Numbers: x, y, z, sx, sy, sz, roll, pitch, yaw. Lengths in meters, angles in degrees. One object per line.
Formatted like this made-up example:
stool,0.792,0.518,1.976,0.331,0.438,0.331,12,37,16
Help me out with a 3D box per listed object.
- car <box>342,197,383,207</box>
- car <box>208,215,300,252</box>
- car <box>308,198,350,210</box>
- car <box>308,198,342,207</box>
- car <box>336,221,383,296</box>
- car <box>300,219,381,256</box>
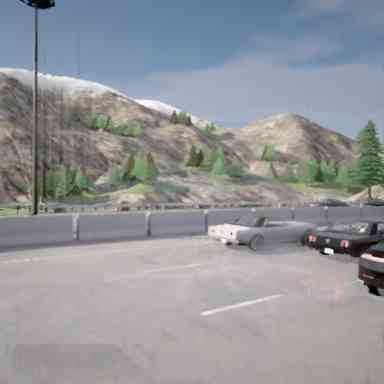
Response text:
car,20.118,1.410,38.256,4.553,1.767,2.097,0,0,-22
car,3.121,1.604,13.977,4.718,1.301,1.895,0,0,-31
car,18.636,1.595,45.254,5.357,1.411,2.033,0,0,-22
car,16.367,1.534,40.502,4.902,1.511,2.128,0,0,-23
car,5.690,1.509,7.323,4.902,1.511,2.128,0,0,-32
car,6.311,1.618,11.812,4.718,1.301,1.895,0,0,-31
